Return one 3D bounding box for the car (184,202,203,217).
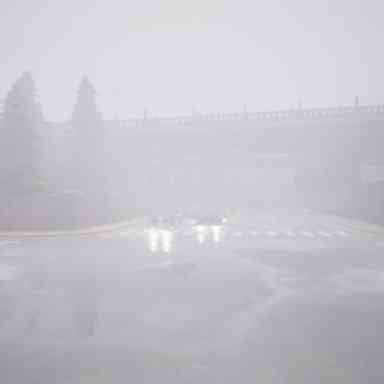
[{"bbox_3d":[-0.445,1.930,37.005,2.097,1.767,4.553,-1,-1,10],"label":"car"}]

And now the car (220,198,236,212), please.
[{"bbox_3d":[4.911,1.882,47.525,2.150,2.045,5.566,-1,-1,10],"label":"car"}]

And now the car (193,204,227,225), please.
[{"bbox_3d":[1.601,1.985,28.098,1.994,1.385,4.181,-1,-1,9],"label":"car"}]

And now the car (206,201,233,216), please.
[{"bbox_3d":[3.136,2.080,37.203,2.033,1.411,5.357,-1,-1,10],"label":"car"}]

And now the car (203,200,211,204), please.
[{"bbox_3d":[1.193,2.240,46.433,2.033,1.411,5.357,-1,-1,10],"label":"car"}]

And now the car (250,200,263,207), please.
[{"bbox_3d":[13.208,2.403,68.259,1.994,1.385,4.181,-1,-1,23],"label":"car"}]

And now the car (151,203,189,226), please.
[{"bbox_3d":[-2.005,1.957,27.791,2.128,1.511,4.902,-1,-1,10],"label":"car"}]

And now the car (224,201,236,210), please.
[{"bbox_3d":[6.656,2.308,57.574,1.812,1.442,4.674,-1,-1,10],"label":"car"}]
